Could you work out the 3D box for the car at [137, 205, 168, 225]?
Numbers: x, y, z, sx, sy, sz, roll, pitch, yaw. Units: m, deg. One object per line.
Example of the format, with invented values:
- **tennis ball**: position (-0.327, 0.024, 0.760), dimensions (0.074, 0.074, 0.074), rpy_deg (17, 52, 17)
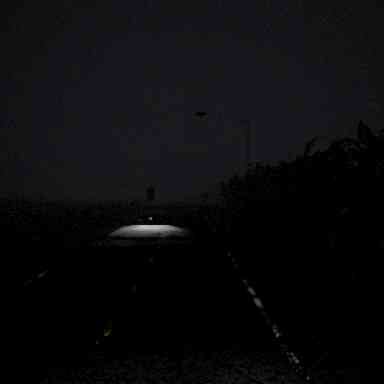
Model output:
- **car**: position (-2.887, 1.670, 25.231), dimensions (1.994, 1.385, 4.181), rpy_deg (0, 0, 0)
